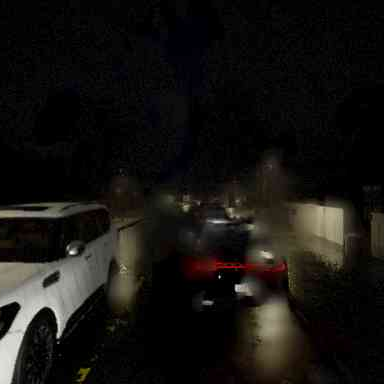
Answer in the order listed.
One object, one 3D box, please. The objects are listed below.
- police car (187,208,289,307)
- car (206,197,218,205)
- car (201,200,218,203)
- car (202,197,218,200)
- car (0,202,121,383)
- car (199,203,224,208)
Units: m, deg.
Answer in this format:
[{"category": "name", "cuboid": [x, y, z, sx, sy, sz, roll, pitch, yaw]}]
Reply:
[{"category": "police car", "cuboid": [0.897, 1.428, 8.227, 1.930, 1.638, 5.238, 0, 0, 1]}, {"category": "car", "cuboid": [3.762, 1.655, 61.044, 1.895, 1.301, 4.718, 0, 0, 7]}, {"category": "car", "cuboid": [1.425, 1.538, 24.039, 1.812, 1.442, 4.674, 0, 0, 3]}, {"category": "car", "cuboid": [2.192, 1.526, 45.886, 2.128, 1.511, 4.902, 0, 0, 6]}, {"category": "car", "cuboid": [-2.676, 1.223, 5.366, 2.150, 2.045, 5.566, 0, 0, 1]}, {"category": "car", "cuboid": [1.167, 1.534, 18.070, 1.812, 1.442, 4.674, 0, 0, 2]}]
